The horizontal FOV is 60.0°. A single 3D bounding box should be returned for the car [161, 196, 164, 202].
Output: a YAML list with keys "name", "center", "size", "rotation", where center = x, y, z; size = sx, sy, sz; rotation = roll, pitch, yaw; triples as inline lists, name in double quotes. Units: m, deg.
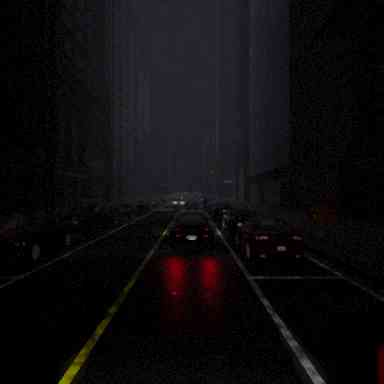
- name: "car"
  center: [-5.850, 1.532, 51.529]
  size: [1.887, 1.381, 4.507]
  rotation: [1, 0, 0]

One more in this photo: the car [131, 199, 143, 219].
- name: "car"
  center: [-5.850, 1.564, 29.031]
  size: [1.947, 1.339, 4.313]
  rotation: [1, 0, 0]

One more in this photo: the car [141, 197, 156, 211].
- name: "car"
  center: [-5.850, 1.540, 40.280]
  size: [1.887, 1.381, 4.507]
  rotation: [1, 0, 0]

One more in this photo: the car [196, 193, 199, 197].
- name: "car"
  center: [2.676, 1.506, 79.657]
  size: [2.008, 1.369, 4.403]
  rotation: [1, 0, 0]

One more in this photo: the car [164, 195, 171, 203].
- name: "car"
  center: [-5.849, 1.515, 68.403]
  size: [1.887, 1.381, 4.507]
  rotation: [1, 0, 0]

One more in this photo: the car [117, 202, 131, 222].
- name: "car"
  center: [-5.850, 1.565, 23.407]
  size: [1.947, 1.339, 4.313]
  rotation: [1, 0, 0]

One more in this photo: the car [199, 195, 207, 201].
- name: "car"
  center: [2.676, 1.491, 85.282]
  size: [1.887, 1.381, 4.507]
  rotation: [1, 0, 0]

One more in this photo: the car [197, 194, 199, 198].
- name: "car"
  center: [2.676, 1.521, 68.407]
  size: [2.008, 1.369, 4.403]
  rotation: [1, 0, 0]

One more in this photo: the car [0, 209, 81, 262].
- name: "car"
  center: [-5.850, 1.545, 12.158]
  size: [1.887, 1.381, 4.507]
  rotation: [1, 0, 0]

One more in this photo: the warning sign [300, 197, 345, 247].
- name: "warning sign"
  center: [5.059, 1.116, 13.002]
  size: [1.300, 1.860, 1.060]
  rotation: [-1, -1, 0]

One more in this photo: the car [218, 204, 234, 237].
- name: "car"
  center: [2.675, 1.566, 17.785]
  size: [1.947, 1.339, 4.313]
  rotation: [1, 0, 0]

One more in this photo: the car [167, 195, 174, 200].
- name: "car"
  center: [-5.849, 1.462, 90.730]
  size: [1.752, 1.417, 4.829]
  rotation: [1, 0, 0]

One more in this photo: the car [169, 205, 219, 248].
- name: "car"
  center: [0.000, 1.535, 14.649]
  size: [1.812, 1.442, 4.674]
  rotation: [0, 0, 0]

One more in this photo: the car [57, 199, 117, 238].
- name: "car"
  center: [-5.847, 1.315, 17.782]
  size: [2.192, 1.841, 5.009]
  rotation: [1, 0, 0]

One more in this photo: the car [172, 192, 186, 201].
- name: "car"
  center: [-3.000, 1.332, 75.917]
  size: [1.882, 1.535, 5.008]
  rotation: [0, 0, 0]

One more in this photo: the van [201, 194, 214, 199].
- name: "van"
  center: [2.678, 1.329, 51.533]
  size: [1.690, 1.788, 3.998]
  rotation: [1, 0, 0]

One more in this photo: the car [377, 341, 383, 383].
- name: "car"
  center: [2.678, 1.315, 0.911]
  size: [2.192, 1.841, 5.009]
  rotation: [1, 0, 0]

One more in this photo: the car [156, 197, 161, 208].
- name: "car"
  center: [-5.849, 1.432, 45.905]
  size: [1.967, 1.590, 4.097]
  rotation: [1, 0, 0]

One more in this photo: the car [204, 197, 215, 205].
- name: "car"
  center: [2.675, 1.577, 40.284]
  size: [1.802, 1.307, 4.206]
  rotation: [1, 0, 0]

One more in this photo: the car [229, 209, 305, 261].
- name: "car"
  center: [2.676, 1.545, 12.160]
  size: [1.887, 1.381, 4.507]
  rotation: [1, 0, 0]

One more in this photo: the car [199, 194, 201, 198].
- name: "car"
  center: [2.677, 1.423, 57.157]
  size: [1.967, 1.590, 4.097]
  rotation: [1, 0, 0]

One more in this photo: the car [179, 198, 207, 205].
- name: "car"
  center: [0.000, 1.563, 29.650]
  size: [2.033, 1.411, 5.357]
  rotation: [0, 0, 0]

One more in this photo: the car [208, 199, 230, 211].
- name: "car"
  center: [2.675, 1.564, 29.034]
  size: [1.947, 1.339, 4.313]
  rotation: [1, 0, 0]
